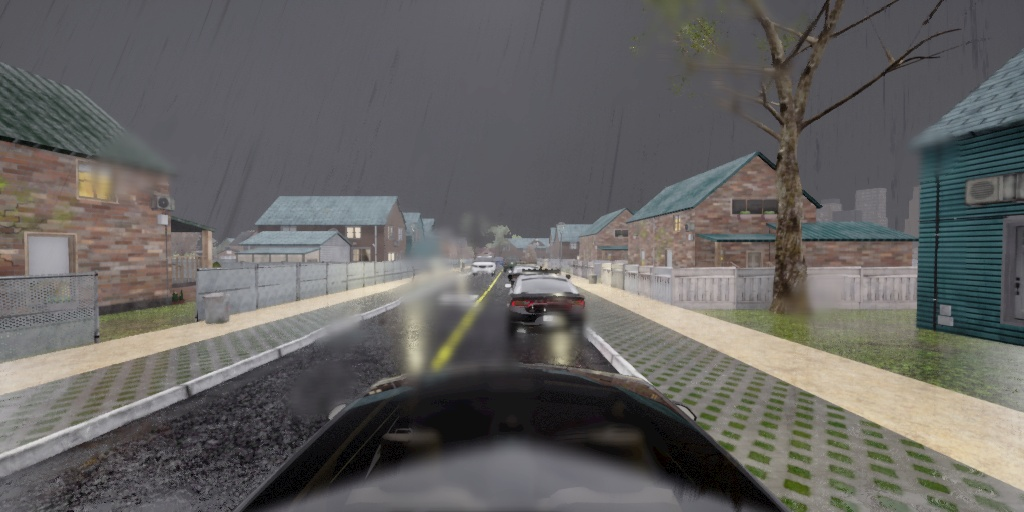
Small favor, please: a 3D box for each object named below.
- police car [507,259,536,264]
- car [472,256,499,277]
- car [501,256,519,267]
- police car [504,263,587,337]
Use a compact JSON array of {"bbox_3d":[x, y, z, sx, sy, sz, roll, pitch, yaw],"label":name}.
[{"bbox_3d":[0.828,1.182,20.370,1.930,1.638,5.238,0,0,0],"label":"police car"},{"bbox_3d":[-2.842,1.003,37.126,2.150,2.045,5.566,0,0,0],"label":"car"},{"bbox_3d":[0.030,1.027,47.016,2.150,2.045,5.566,0,0,0],"label":"car"},{"bbox_3d":[0.827,1.174,10.368,1.930,1.638,5.238,0,0,0],"label":"police car"}]
